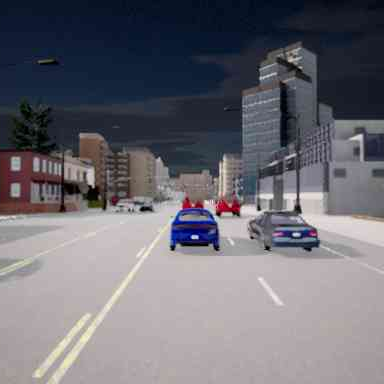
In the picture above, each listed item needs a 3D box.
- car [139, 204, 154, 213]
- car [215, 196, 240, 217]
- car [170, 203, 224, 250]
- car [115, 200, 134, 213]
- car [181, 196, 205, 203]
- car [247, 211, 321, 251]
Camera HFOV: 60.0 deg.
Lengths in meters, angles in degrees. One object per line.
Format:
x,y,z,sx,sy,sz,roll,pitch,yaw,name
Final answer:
-7.059,2.535,52.535,2.033,1.411,5.357,0,-2,1,car
3.600,1.469,34.089,2.150,2.045,5.566,0,-2,0,car
0.099,1.449,14.251,1.882,1.535,5.008,0,0,0,car
-10.559,2.214,52.581,2.150,2.045,5.566,0,-2,0,car
0.099,1.469,34.058,2.150,2.045,5.566,0,-2,0,car
3.600,1.519,13.972,2.033,1.411,5.357,0,0,0,car
